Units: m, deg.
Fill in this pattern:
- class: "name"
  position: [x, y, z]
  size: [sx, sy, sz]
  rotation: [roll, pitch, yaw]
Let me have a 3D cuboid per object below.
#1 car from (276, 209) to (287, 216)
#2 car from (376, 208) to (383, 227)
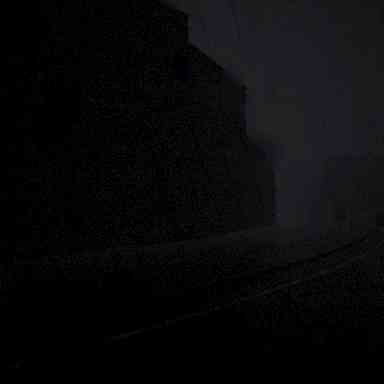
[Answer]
- class: "car"
  position: [17.671, 4.489, 70.106]
  size: [2.150, 2.045, 5.566]
  rotation: [-2, -3, -21]
- class: "car"
  position: [17.596, 2.124, 29.078]
  size: [2.097, 1.767, 4.553]
  rotation: [-1, -3, 20]
